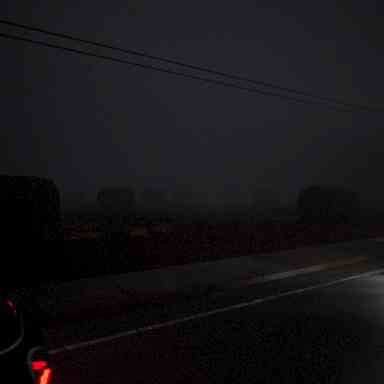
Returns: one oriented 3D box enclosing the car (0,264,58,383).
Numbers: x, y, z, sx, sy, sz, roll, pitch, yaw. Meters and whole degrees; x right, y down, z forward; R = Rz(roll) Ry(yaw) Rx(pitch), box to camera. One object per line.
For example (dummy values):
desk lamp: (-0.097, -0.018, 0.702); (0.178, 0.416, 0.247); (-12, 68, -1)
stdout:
car: (-3.200, 1.352, 1.880); (4.553, 1.767, 2.097); (0, 0, -33)

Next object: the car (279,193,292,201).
car: (19.678, 1.117, 71.910); (3.866, 1.878, 1.905); (-2, 5, 13)
